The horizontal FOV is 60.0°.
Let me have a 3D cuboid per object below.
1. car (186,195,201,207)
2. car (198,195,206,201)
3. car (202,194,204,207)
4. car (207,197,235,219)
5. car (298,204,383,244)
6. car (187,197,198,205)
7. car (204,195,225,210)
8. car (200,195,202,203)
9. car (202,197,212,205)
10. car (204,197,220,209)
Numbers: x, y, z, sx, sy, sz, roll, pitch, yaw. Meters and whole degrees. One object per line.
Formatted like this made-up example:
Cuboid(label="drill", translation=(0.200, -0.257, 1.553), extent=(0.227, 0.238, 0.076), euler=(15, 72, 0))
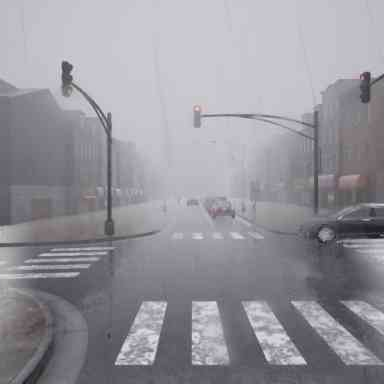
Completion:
Cuboid(label="car", translation=(0.106, 1.601, 54.773), extent=(1.837, 1.490, 4.892), euler=(0, 0, 0))
Cuboid(label="car", translation=(2.812, 1.702, 94.540), extent=(1.967, 1.590, 4.097), euler=(-1, 0, 0))
Cuboid(label="car", translation=(2.706, 1.370, 40.516), extent=(2.192, 1.841, 5.009), euler=(-1, 0, 0))
Cuboid(label="car", translation=(2.687, 1.470, 29.711), extent=(1.967, 1.590, 4.097), euler=(-1, 0, 0))
Cuboid(label="car", translation=(6.875, 1.257, 13.566), extent=(4.892, 1.490, 1.837), euler=(-1, 1, 11))
Cuboid(label="car", translation=(0.127, 1.697, 65.193), extent=(1.994, 1.385, 4.181), euler=(0, 0, 0))
Cuboid(label="car", translation=(2.696, 1.356, 35.113), extent=(2.192, 1.841, 5.009), euler=(-1, 0, 0))
Cuboid(label="car", translation=(2.728, 1.525, 51.320), extent=(1.967, 1.590, 4.097), euler=(-1, 0, 0))
Cuboid(label="car", translation=(2.751, 1.648, 62.295), extent=(1.752, 1.417, 4.829), euler=(-1, 0, 0))
Cuboid(label="car", translation=(2.718, 1.509, 45.918), extent=(1.967, 1.590, 4.097), euler=(-1, 0, 0))
